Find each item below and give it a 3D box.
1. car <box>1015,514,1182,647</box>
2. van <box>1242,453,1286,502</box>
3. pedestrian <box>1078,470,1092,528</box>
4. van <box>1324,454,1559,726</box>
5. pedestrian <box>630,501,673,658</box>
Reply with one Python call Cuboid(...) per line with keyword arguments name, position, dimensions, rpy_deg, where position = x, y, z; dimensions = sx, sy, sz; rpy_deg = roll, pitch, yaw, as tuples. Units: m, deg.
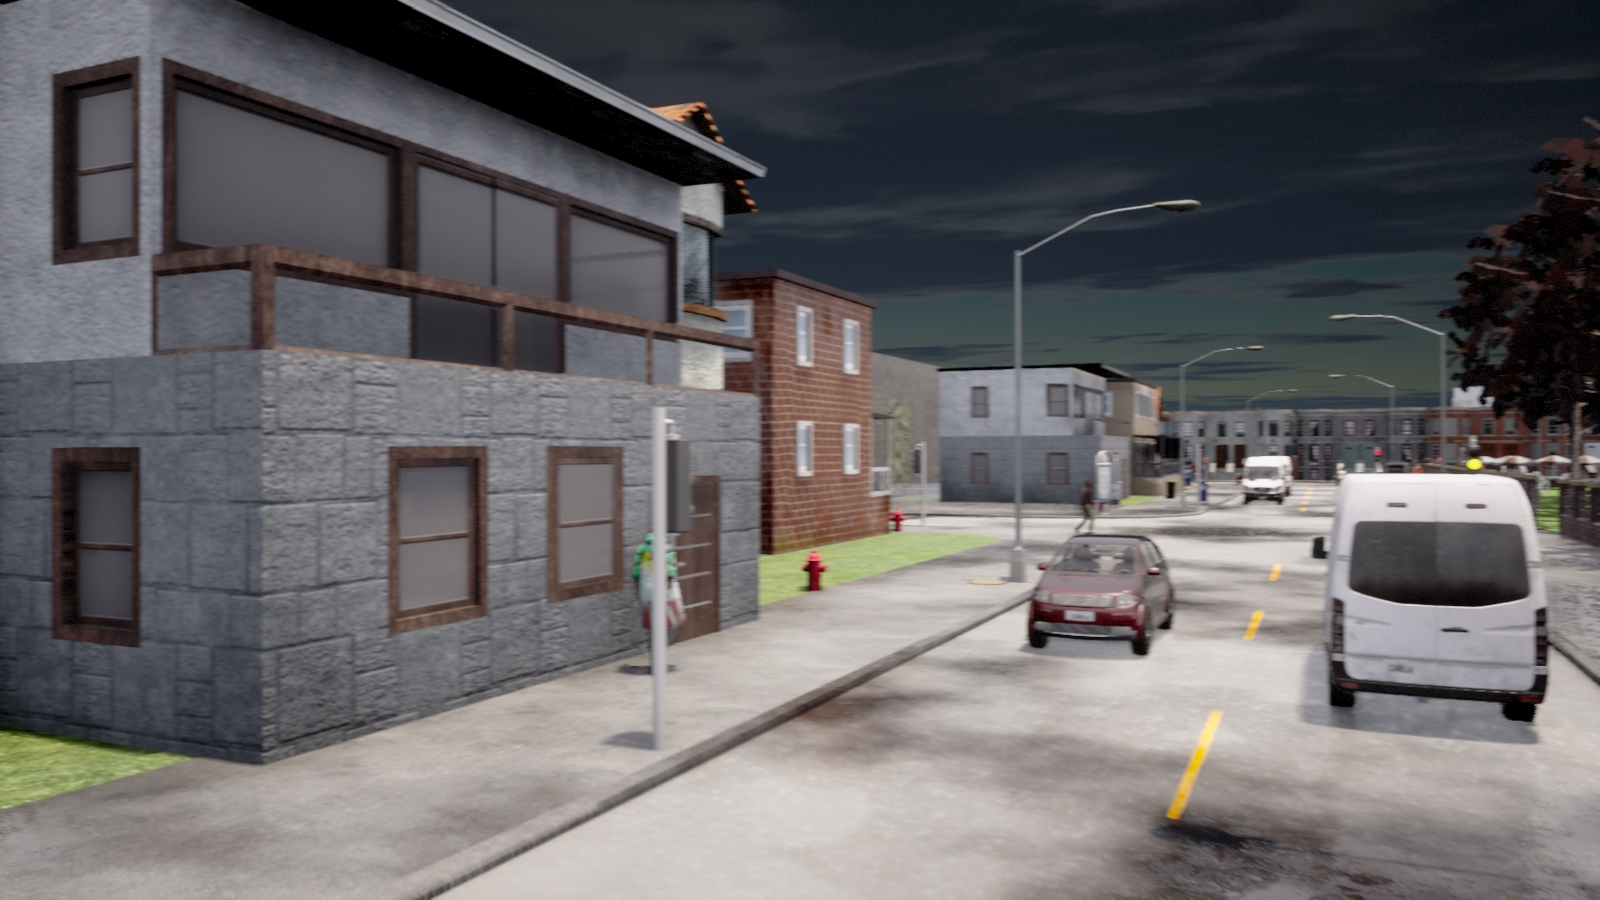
Cuboid(name="car", position=(4.595, 1.845, 17.219), dimensions=(1.789, 1.549, 3.705), rpy_deg=(0, 0, 25))
Cuboid(name="van", position=(25.547, 1.440, 62.767), dimensions=(1.988, 2.561, 5.915), rpy_deg=(0, 0, 25))
Cuboid(name="pedestrian", position=(9.376, 1.601, 37.536), dimensions=(0.375, 1.860, 0.375), rpy_deg=(0, 0, 25))
Cuboid(name="van", position=(7.505, 1.341, 13.939), dimensions=(1.988, 2.561, 5.915), rpy_deg=(0, 0, 24))
Cuboid(name="pedestrian", position=(-1.811, 1.556, 13.916), dimensions=(0.375, 1.860, 0.375), rpy_deg=(0, 0, 24))
